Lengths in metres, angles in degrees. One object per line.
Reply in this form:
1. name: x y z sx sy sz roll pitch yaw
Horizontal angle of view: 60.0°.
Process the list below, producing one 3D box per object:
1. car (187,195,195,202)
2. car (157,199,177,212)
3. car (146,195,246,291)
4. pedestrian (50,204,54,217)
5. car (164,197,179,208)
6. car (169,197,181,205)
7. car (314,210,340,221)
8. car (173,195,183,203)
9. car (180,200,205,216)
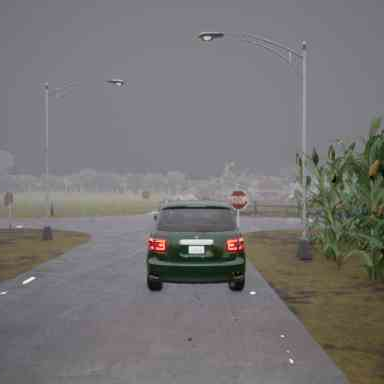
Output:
1. car: -0.157 1.479 80.817 1.882 1.535 5.008 0 0 0
2. car: -2.924 1.552 39.833 1.994 1.385 4.181 0 0 0
3. car: 0.086 1.217 9.153 2.150 2.045 5.566 0 0 0
4. pedestrian: -12.238 1.612 29.166 0.500 1.100 0.500 0 2 0
5. car: -2.933 1.468 48.567 1.882 1.535 5.008 0 0 0
6. car: -2.941 1.557 58.380 1.994 1.385 4.181 0 0 0
7. car: 12.562 1.522 26.282 5.357 1.411 2.033 0 2 0
8. car: -2.889 1.473 68.441 1.882 1.535 5.008 0 0 0
9. car: 0.136 1.535 33.844 2.033 1.411 5.357 0 0 5
